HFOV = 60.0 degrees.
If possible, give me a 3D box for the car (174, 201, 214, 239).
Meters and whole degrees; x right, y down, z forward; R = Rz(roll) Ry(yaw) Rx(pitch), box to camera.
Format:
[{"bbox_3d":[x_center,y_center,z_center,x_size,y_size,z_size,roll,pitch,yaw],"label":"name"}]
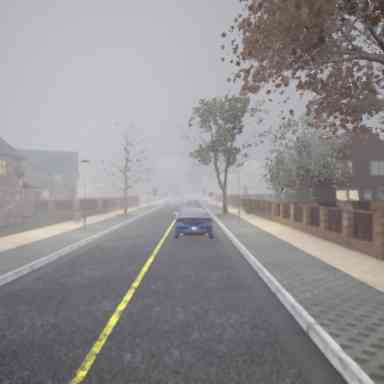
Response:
[{"bbox_3d":[0.101,1.490,17.543,1.882,1.535,5.008,0,0,0],"label":"car"}]
